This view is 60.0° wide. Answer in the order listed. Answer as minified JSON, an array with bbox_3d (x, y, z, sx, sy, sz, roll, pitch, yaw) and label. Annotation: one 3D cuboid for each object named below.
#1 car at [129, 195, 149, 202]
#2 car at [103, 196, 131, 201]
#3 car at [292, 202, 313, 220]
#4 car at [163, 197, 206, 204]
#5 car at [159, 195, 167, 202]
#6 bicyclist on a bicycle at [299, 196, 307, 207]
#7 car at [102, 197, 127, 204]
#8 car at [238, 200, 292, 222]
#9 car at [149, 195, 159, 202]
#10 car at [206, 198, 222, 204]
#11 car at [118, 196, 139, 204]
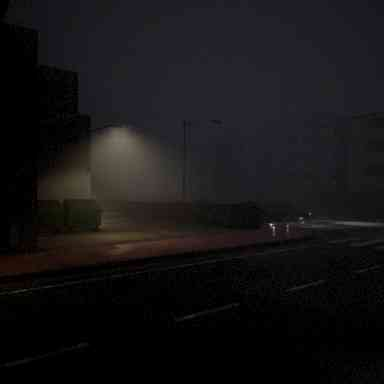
[{"bbox_3d":[-9.204,1.351,52.499,2.097,1.767,4.553,0,0,-38],"label":"car"},{"bbox_3d":[-11.366,1.601,49.617,1.895,1.301,4.718,0,0,-37],"label":"car"},{"bbox_3d":[8.040,1.491,28.783,2.128,1.511,4.902,0,0,-37],"label":"car"},{"bbox_3d":[-0.878,1.564,35.135,1.994,1.385,4.181,0,0,-36],"label":"car"},{"bbox_3d":[-5.893,1.352,59.523,2.097,1.767,4.553,0,0,-41],"label":"car"},{"bbox_3d":[13.348,1.301,40.151,1.656,1.620,0.582,0,0,-36],"label":"bicyclist on a bicycle"},{"bbox_3d":[-14.860,1.601,63.418,4.718,1.301,1.895,0,0,34],"label":"car"},{"bbox_3d":[5.167,1.478,26.699,1.882,1.535,5.008,0,0,-36],"label":"car"},{"bbox_3d":[-8.024,1.564,56.699,1.994,1.385,4.181,0,0,-40],"label":"car"},{"bbox_3d":[1.901,1.506,37.266,1.837,1.490,4.892,0,0,-36],"label":"car"},{"bbox_3d":[-12.648,1.564,66.138,4.181,1.385,1.994,0,0,38],"label":"car"}]
